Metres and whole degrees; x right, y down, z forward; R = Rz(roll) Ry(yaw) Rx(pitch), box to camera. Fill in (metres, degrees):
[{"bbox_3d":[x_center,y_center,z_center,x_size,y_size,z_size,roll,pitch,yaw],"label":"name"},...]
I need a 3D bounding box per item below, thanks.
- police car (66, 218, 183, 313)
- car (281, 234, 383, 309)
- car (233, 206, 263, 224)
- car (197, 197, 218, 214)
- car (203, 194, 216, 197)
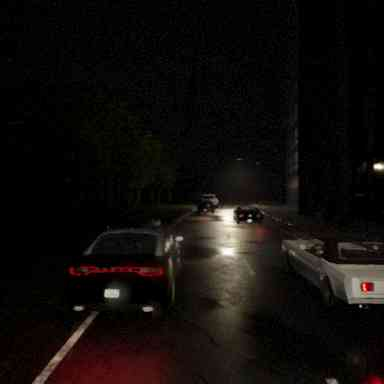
[{"bbox_3d":[-1.275,1.455,7.987,1.930,1.638,5.238,0,0,1],"label":"police car"},{"bbox_3d":[3.585,1.664,7.922,1.895,1.301,4.718,0,0,0],"label":"car"},{"bbox_3d":[4.225,1.718,25.676,1.895,1.301,4.718,0,0,4],"label":"car"},{"bbox_3d":[1.632,1.618,37.523,1.837,1.490,4.892,0,0,6],"label":"car"},{"bbox_3d":[2.556,1.357,47.928,2.150,2.045,5.566,0,0,8],"label":"car"}]
